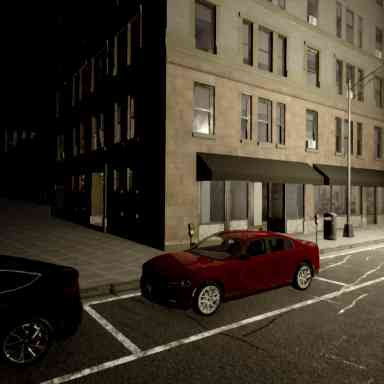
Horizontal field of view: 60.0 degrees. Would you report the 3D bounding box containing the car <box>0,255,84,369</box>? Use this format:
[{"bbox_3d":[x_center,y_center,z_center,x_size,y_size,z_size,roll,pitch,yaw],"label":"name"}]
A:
[{"bbox_3d":[-3.604,1.566,4.187,4.313,1.339,1.947,0,1,-35],"label":"car"}]

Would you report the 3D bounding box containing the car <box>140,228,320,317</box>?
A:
[{"bbox_3d":[1.017,1.546,7.477,4.507,1.381,1.887,0,1,-35],"label":"car"}]
